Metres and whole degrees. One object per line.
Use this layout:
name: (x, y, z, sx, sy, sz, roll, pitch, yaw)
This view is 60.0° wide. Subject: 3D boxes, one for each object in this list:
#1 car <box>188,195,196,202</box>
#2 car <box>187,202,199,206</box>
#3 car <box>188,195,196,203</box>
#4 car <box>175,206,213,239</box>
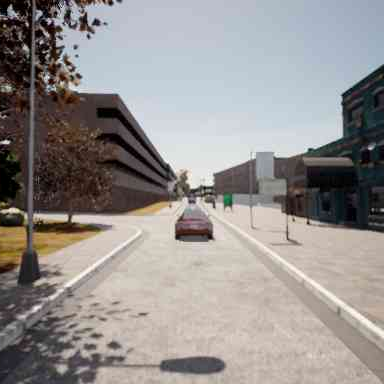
car: (0.003, 2.199, 80.497, 1.837, 1.490, 4.892, 0, 0, 0)
car: (0.102, 2.080, 35.962, 2.033, 1.411, 5.357, 0, -1, 0)
car: (0.003, 1.823, 90.963, 2.150, 2.045, 5.566, 0, -1, 0)
car: (0.101, 1.703, 18.346, 1.994, 1.385, 4.181, 0, -1, 0)
